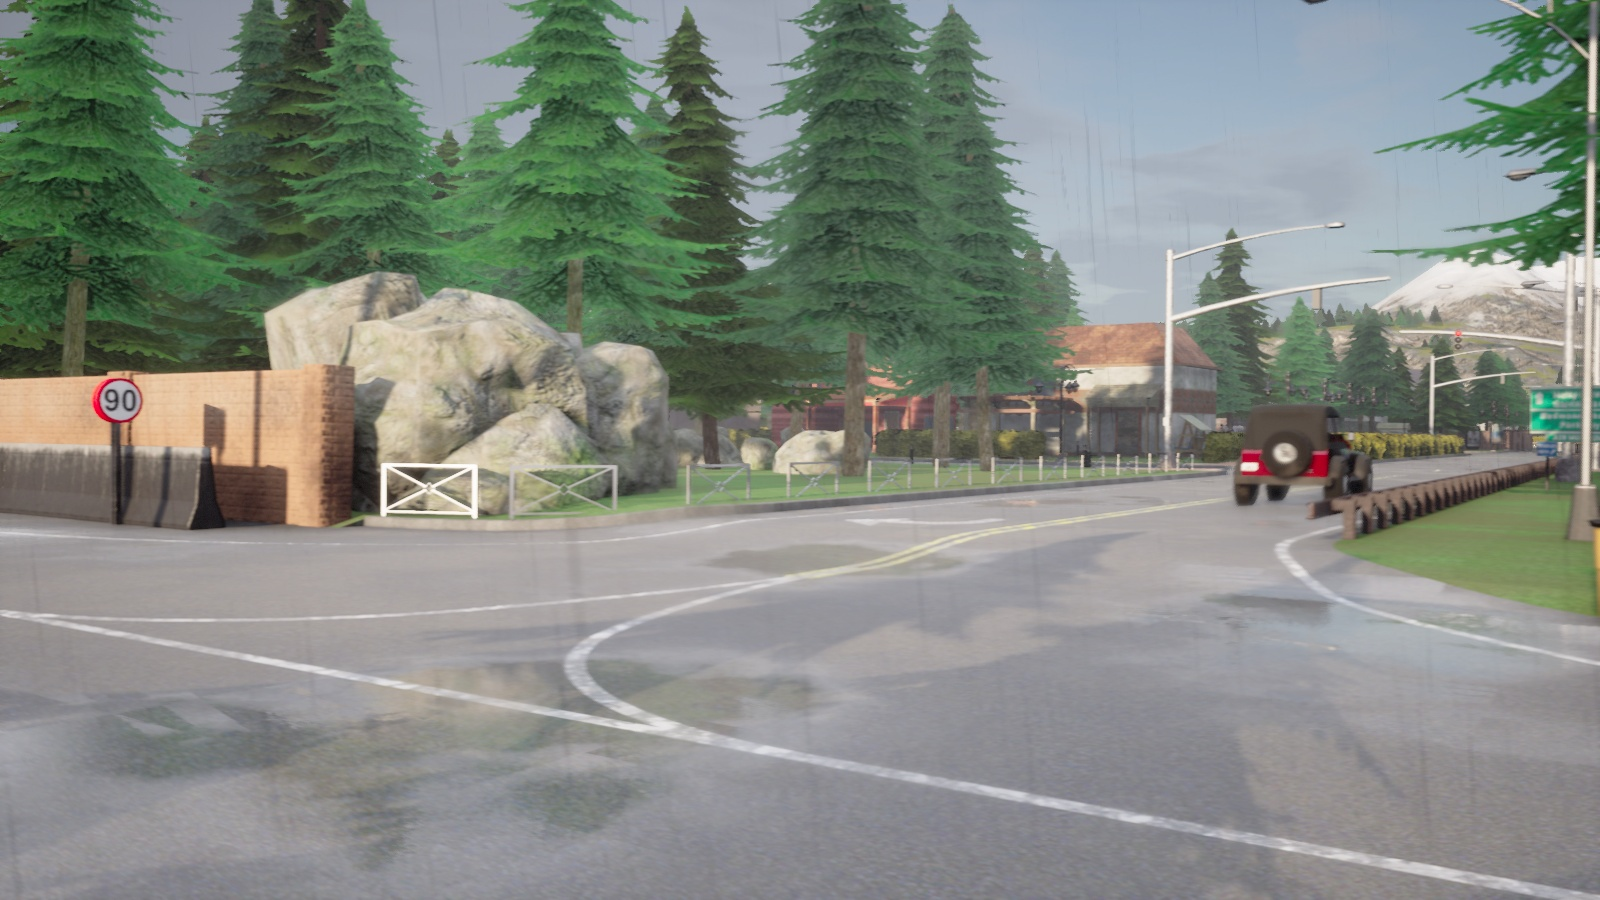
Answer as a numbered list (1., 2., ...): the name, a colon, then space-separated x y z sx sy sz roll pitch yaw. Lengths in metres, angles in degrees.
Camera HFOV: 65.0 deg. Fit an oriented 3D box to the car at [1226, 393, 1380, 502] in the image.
1. car: 9.601 -0.081 23.805 1.905 1.878 3.866 0 1 34
